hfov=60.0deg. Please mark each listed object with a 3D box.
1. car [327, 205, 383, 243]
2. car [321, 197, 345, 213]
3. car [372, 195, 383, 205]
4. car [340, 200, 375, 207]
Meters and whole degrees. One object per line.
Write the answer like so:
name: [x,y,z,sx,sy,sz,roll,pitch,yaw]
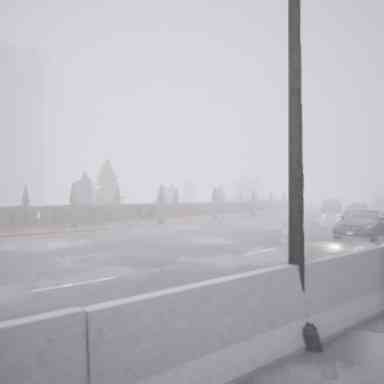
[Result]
car: [8.732,1.606,16.799,1.812,1.442,4.674,0,0,43]
car: [16.880,1.591,40.073,2.097,1.767,4.553,-1,-1,28]
car: [29.396,1.496,51.426,2.150,2.045,5.566,0,-1,19]
car: [15.458,1.729,30.875,1.994,1.385,4.181,0,-1,34]
